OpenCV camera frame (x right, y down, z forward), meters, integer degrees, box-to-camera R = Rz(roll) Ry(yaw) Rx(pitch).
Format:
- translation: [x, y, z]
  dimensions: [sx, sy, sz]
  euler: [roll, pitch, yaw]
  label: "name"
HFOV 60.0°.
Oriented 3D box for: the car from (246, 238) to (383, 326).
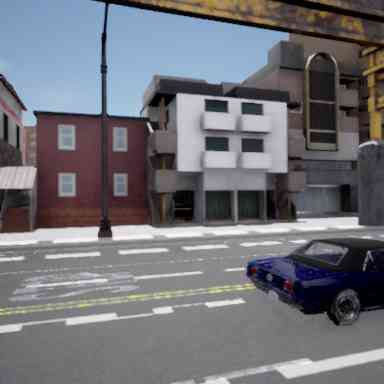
- translation: [3.624, 1.622, 6.860]
  dimensions: [4.718, 1.301, 1.895]
  euler: [0, 0, -18]
  label: "car"
